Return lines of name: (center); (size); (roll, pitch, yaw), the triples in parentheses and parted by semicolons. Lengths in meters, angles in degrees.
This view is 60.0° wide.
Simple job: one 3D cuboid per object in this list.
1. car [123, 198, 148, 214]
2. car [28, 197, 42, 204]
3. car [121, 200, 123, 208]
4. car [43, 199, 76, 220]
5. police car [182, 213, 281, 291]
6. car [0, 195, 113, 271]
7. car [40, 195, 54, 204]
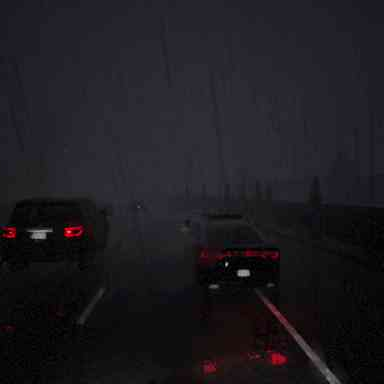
car: (-5.896, 1.510, 35.427); (1.994, 1.385, 4.181); (0, 0, -16)
car: (-35.034, 1.875, 74.226); (2.033, 1.411, 5.357); (0, -3, -16)
car: (-8.803, 1.540, 45.833); (1.895, 1.301, 4.718); (0, 0, -16)
car: (-11.495, 1.462, 29.217); (2.128, 1.511, 4.902); (0, 0, -15)
police car: (0.797, 1.407, 9.197); (1.930, 1.638, 5.238); (0, 0, -5)
car: (-4.188, 1.205, 11.117); (2.150, 2.045, 5.566); (0, 0, -7)
car: (-29.766, 1.417, 68.387); (2.097, 1.767, 4.553); (0, -1, -16)
